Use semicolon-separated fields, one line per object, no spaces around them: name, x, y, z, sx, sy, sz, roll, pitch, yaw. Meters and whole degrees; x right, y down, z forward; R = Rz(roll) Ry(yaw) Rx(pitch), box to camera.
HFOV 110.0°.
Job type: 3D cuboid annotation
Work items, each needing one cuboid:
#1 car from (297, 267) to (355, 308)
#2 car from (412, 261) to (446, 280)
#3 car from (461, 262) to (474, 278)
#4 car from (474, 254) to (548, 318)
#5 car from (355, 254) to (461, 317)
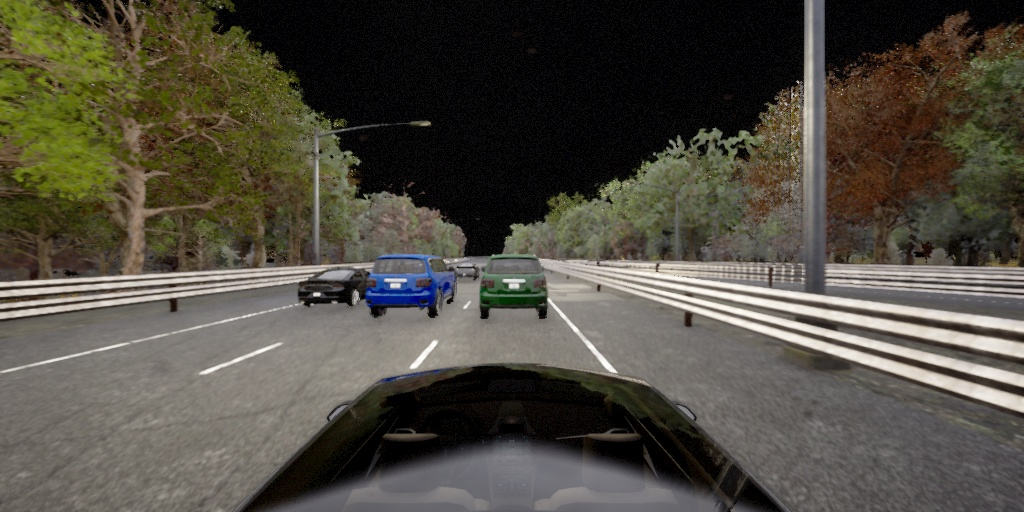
car;-6.985;1.224;15.270;1.882;1.535;5.008;0;0;-1
car;-7.239;1.228;31.798;1.882;1.535;5.008;0;0;-1
car;-3.705;1.239;30.106;2.128;1.511;4.902;0;0;-1
car;0.038;0.966;13.090;2.150;2.045;5.566;0;0;0
car;-3.465;0.967;13.273;2.150;2.045;5.566;0;0;0
